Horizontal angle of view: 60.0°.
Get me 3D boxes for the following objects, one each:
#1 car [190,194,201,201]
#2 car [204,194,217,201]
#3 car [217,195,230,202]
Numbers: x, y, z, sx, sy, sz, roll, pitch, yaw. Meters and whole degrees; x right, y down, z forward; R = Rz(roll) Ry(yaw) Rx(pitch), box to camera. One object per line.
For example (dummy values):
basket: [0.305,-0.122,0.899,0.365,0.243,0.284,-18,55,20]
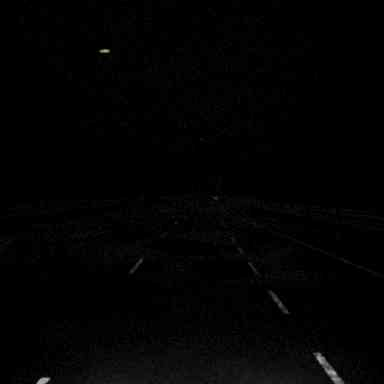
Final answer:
car: [0.973,1.432,87.991,2.150,2.045,5.566,0,0,11]
car: [4.575,1.458,88.230,2.150,2.045,5.566,0,0,11]
car: [8.248,1.800,88.847,2.033,1.411,5.357,0,0,11]
